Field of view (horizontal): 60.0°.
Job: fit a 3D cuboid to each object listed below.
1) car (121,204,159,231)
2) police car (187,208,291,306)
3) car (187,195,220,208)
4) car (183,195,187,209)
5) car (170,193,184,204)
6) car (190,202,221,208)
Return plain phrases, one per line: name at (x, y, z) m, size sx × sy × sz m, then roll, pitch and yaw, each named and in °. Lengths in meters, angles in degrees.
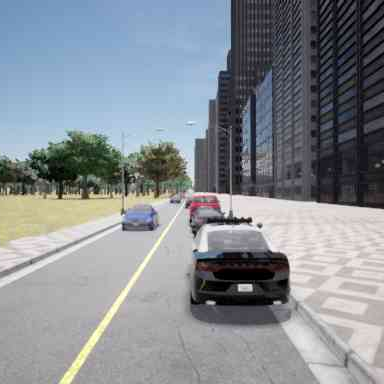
car at (-3.086, 1.516, 20.614) m, size 1.812 × 1.442 × 4.674 m, roll 0°, pitch 0°, yaw 0°
police car at (0.906, 1.424, 8.236) m, size 1.930 × 1.638 × 5.238 m, roll 0°, pitch 0°, yaw 0°
car at (0.913, 1.210, 24.157) m, size 2.150 × 2.045 × 5.566 m, roll 0°, pitch 0°, yaw 0°
car at (0.051, 1.455, 44.995) m, size 1.837 × 1.490 × 4.892 m, roll 0°, pitch 0°, yaw 1°
car at (-3.032, 1.462, 61.096) m, size 2.033 × 1.411 × 5.357 m, roll 0°, pitch 0°, yaw 1°
car at (0.912, 1.518, 18.127) m, size 1.812 × 1.442 × 4.674 m, roll 0°, pitch 0°, yaw 0°
